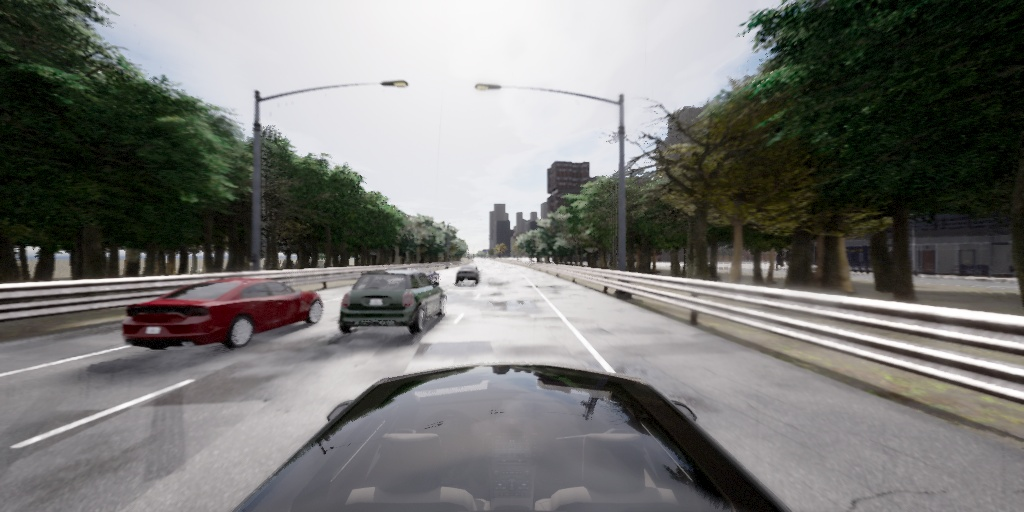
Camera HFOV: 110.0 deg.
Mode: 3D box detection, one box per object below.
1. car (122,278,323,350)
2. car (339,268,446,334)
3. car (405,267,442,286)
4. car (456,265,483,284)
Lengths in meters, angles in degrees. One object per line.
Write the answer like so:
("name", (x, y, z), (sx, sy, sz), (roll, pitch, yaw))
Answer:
("car", (-6.919, 1.303, 9.386), (1.882, 1.535, 5.008), (0, -1, 0))
("car", (-3.426, 1.190, 11.154), (2.097, 1.767, 4.553), (0, -1, 0))
("car", (-7.073, 1.611, 29.034), (1.895, 1.301, 4.718), (0, -1, -1))
("car", (-3.587, 1.523, 30.166), (1.837, 1.490, 4.892), (0, -1, -1))
